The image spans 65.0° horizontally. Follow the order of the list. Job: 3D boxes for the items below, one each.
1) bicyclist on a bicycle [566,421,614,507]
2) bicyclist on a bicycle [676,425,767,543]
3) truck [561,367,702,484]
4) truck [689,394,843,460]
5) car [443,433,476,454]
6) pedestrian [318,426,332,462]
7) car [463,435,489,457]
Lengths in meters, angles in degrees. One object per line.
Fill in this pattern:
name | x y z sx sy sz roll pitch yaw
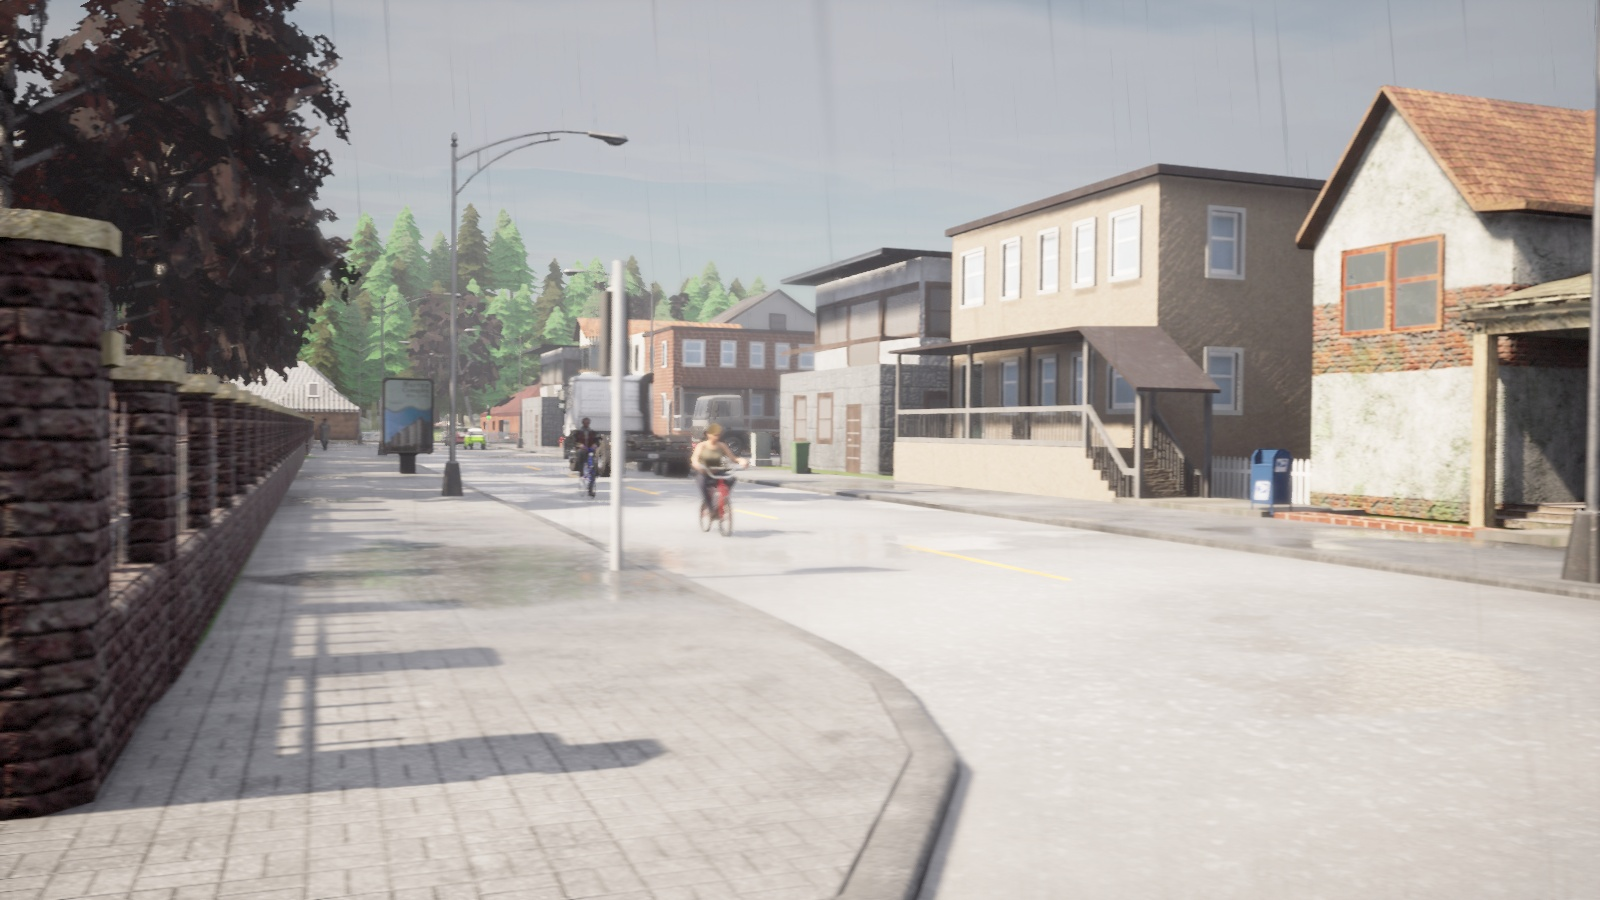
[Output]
bicyclist on a bicycle | -4.536 0.277 27.074 0.659 1.776 1.843 -1 1 -21
bicyclist on a bicycle | -1.156 0.452 18.109 0.866 1.612 1.509 -1 1 -21
truck | -5.754 -0.798 41.536 2.891 3.462 7.936 -1 1 -20
truck | -1.880 -1.286 68.986 7.936 3.462 2.891 -1 1 -20
car | -25.160 -0.474 92.767 1.970 1.475 3.806 -1 1 -21
pedestrian | -25.867 -0.325 68.368 0.659 1.952 0.873 -1 1 -21
car | -21.225 -0.257 82.263 1.481 1.376 2.207 -1 2 -20
